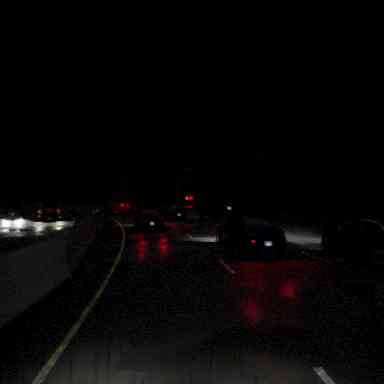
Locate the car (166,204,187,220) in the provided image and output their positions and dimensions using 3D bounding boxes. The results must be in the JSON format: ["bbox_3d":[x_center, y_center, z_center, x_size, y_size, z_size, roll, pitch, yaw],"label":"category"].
[{"bbox_3d":[-1.848,1.819,31.186,1.812,1.442,4.674,0,-1,-18],"label":"car"}]

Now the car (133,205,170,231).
[{"bbox_3d":[-2.943,1.738,22.440,1.812,1.442,4.674,0,0,-13],"label":"car"}]

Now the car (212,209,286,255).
[{"bbox_3d":[2.330,1.638,13.855,1.812,1.442,4.674,0,-1,-8],"label":"car"}]

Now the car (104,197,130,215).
[{"bbox_3d":[-8.953,1.639,39.723,2.150,2.045,5.566,0,-1,-25],"label":"car"}]

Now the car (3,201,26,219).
[{"bbox_3d":[-18.093,1.907,34.007,2.128,1.511,4.902,0,-1,-24],"label":"car"}]

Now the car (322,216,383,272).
[{"bbox_3d":[6.190,1.565,11.144,2.128,1.511,4.902,0,0,-7],"label":"car"}]

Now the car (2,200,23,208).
[{"bbox_3d":[-35.027,2.385,64.807,5.357,1.411,2.033,-1,-1,44],"label":"car"}]

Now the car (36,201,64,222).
[{"bbox_3d":[-12.869,1.696,30.300,2.097,1.767,4.553,0,-1,-21],"label":"car"}]

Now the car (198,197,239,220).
[{"bbox_3d":[2.295,1.481,29.856,2.150,2.045,5.566,0,-1,-17],"label":"car"}]
